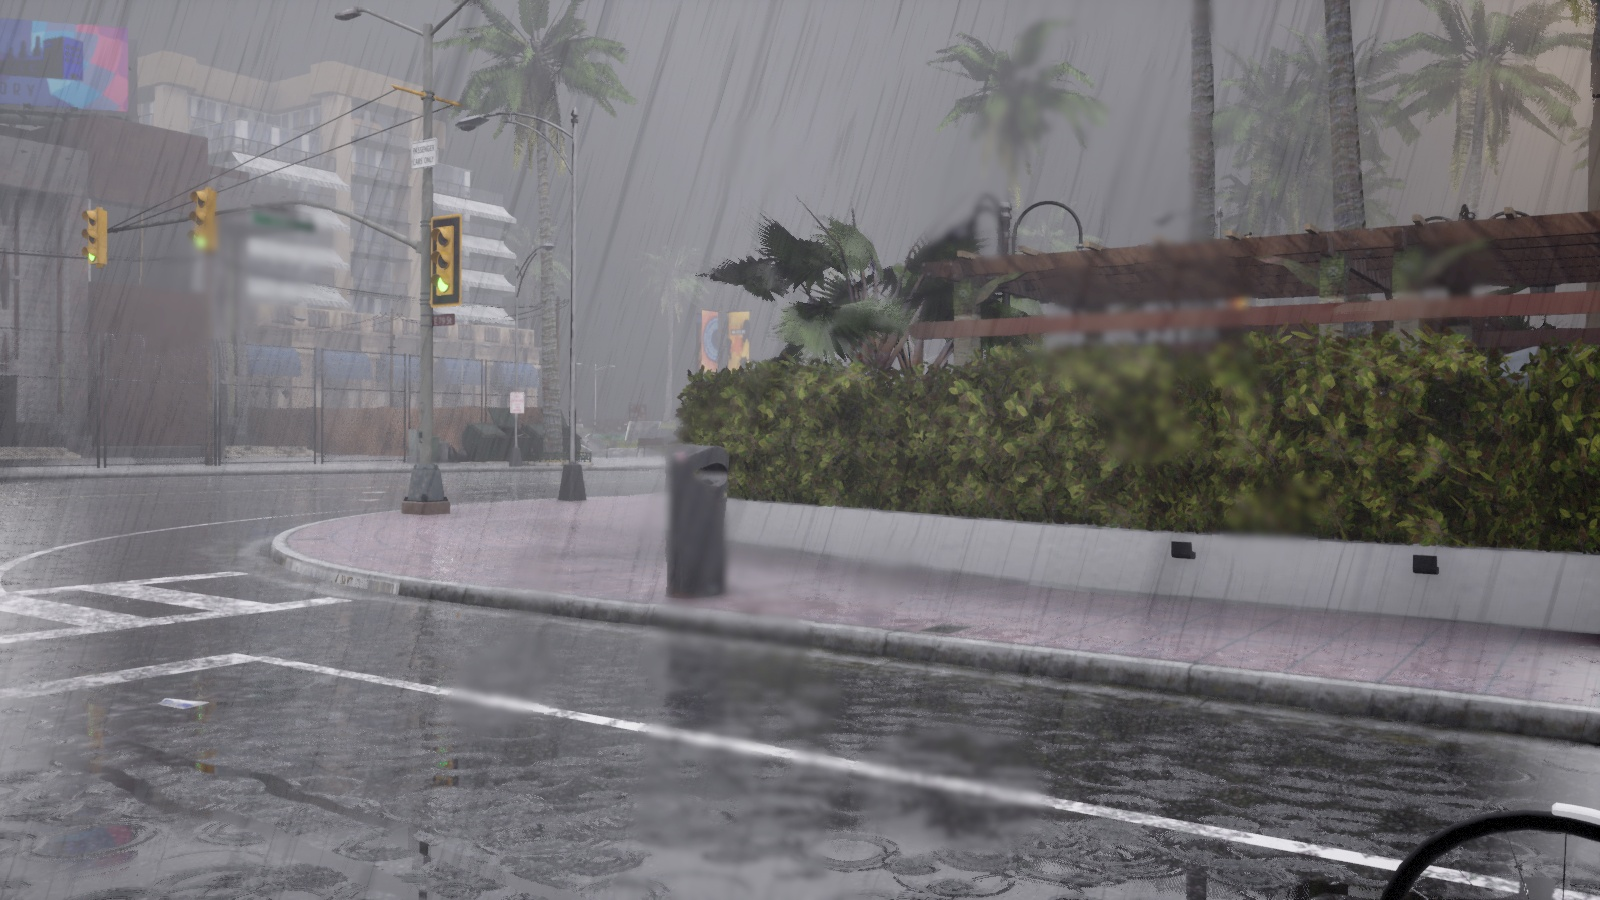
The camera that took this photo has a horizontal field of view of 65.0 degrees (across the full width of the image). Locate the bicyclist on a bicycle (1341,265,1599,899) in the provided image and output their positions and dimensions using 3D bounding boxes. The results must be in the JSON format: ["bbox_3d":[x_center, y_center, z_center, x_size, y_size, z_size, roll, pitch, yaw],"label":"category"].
[{"bbox_3d":[2.029,0.553,2.267,1.843,1.776,0.659,0,1,34],"label":"bicyclist on a bicycle"}]
